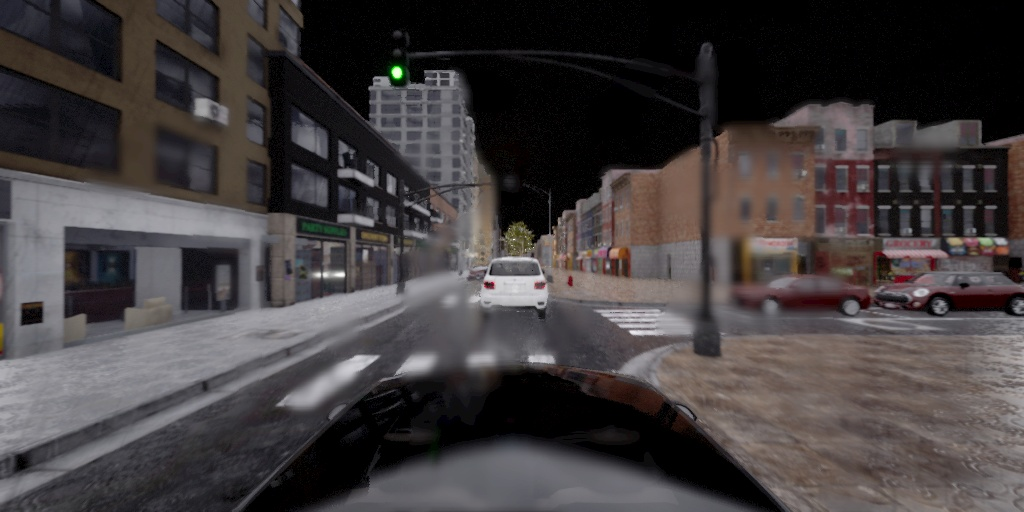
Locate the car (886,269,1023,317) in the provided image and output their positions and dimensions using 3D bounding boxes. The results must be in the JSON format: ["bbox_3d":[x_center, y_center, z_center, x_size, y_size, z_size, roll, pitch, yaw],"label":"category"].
[{"bbox_3d":[15.830,1.282,13.135,4.097,1.591,1.967,0,0,0],"label":"car"}]

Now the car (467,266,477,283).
[{"bbox_3d":[-2.838,1.587,32.251,1.812,1.442,4.674,0,-1,0],"label":"car"}]

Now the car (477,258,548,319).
[{"bbox_3d":[0.089,1.088,13.593,2.150,2.045,5.566,0,-1,0],"label":"car"}]

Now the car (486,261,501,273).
[{"bbox_3d":[-2.798,1.720,56.207,2.097,1.767,4.553,0,-1,0],"label":"car"}]

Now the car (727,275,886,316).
[{"bbox_3d":[10.367,1.391,13.138,4.507,1.381,1.888,0,0,0],"label":"car"}]
